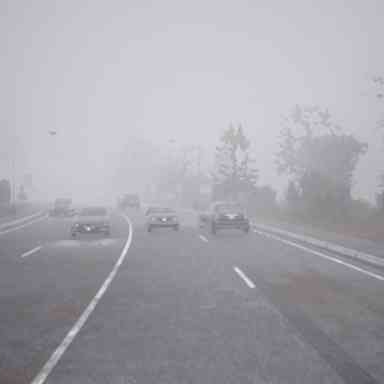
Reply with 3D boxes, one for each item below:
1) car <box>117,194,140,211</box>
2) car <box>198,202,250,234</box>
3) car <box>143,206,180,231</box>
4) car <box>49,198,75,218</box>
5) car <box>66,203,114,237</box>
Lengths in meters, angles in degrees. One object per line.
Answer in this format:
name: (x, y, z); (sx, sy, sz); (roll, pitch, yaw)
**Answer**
car: (-8.013, 1.221, 41.751); (2.150, 2.045, 5.566); (0, 0, -21)
car: (1.724, 1.339, 19.353); (2.097, 1.767, 4.553); (0, 0, -9)
car: (-1.946, 1.543, 20.487); (2.033, 1.411, 5.357); (0, 0, -10)
car: (-11.908, 1.360, 30.908); (2.097, 1.767, 4.553); (0, 0, -17)
car: (-5.335, 1.509, 18.187); (1.837, 1.490, 4.892); (0, 0, -10)
